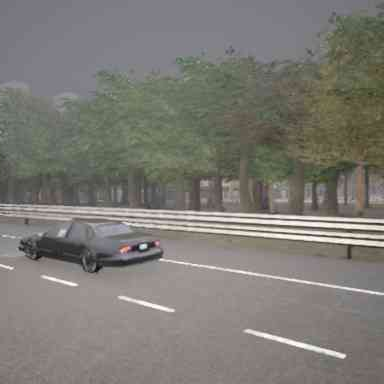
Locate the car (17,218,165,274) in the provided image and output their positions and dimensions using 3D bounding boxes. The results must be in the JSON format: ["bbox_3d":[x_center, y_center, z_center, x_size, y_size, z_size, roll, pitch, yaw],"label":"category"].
[{"bbox_3d":[-3.379,1.551,10.587,5.357,1.411,2.033,0,0,36],"label":"car"}]
